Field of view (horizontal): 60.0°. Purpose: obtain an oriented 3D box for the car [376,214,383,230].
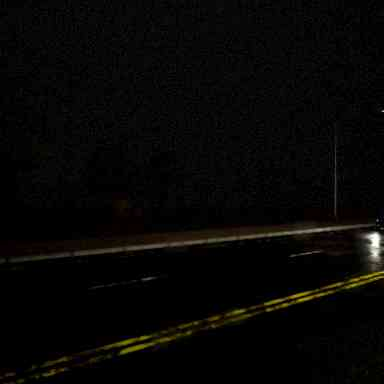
[{"bbox_3d":[13.823,1.686,21.529,5.008,1.535,1.882,1,0,-35],"label":"car"}]
